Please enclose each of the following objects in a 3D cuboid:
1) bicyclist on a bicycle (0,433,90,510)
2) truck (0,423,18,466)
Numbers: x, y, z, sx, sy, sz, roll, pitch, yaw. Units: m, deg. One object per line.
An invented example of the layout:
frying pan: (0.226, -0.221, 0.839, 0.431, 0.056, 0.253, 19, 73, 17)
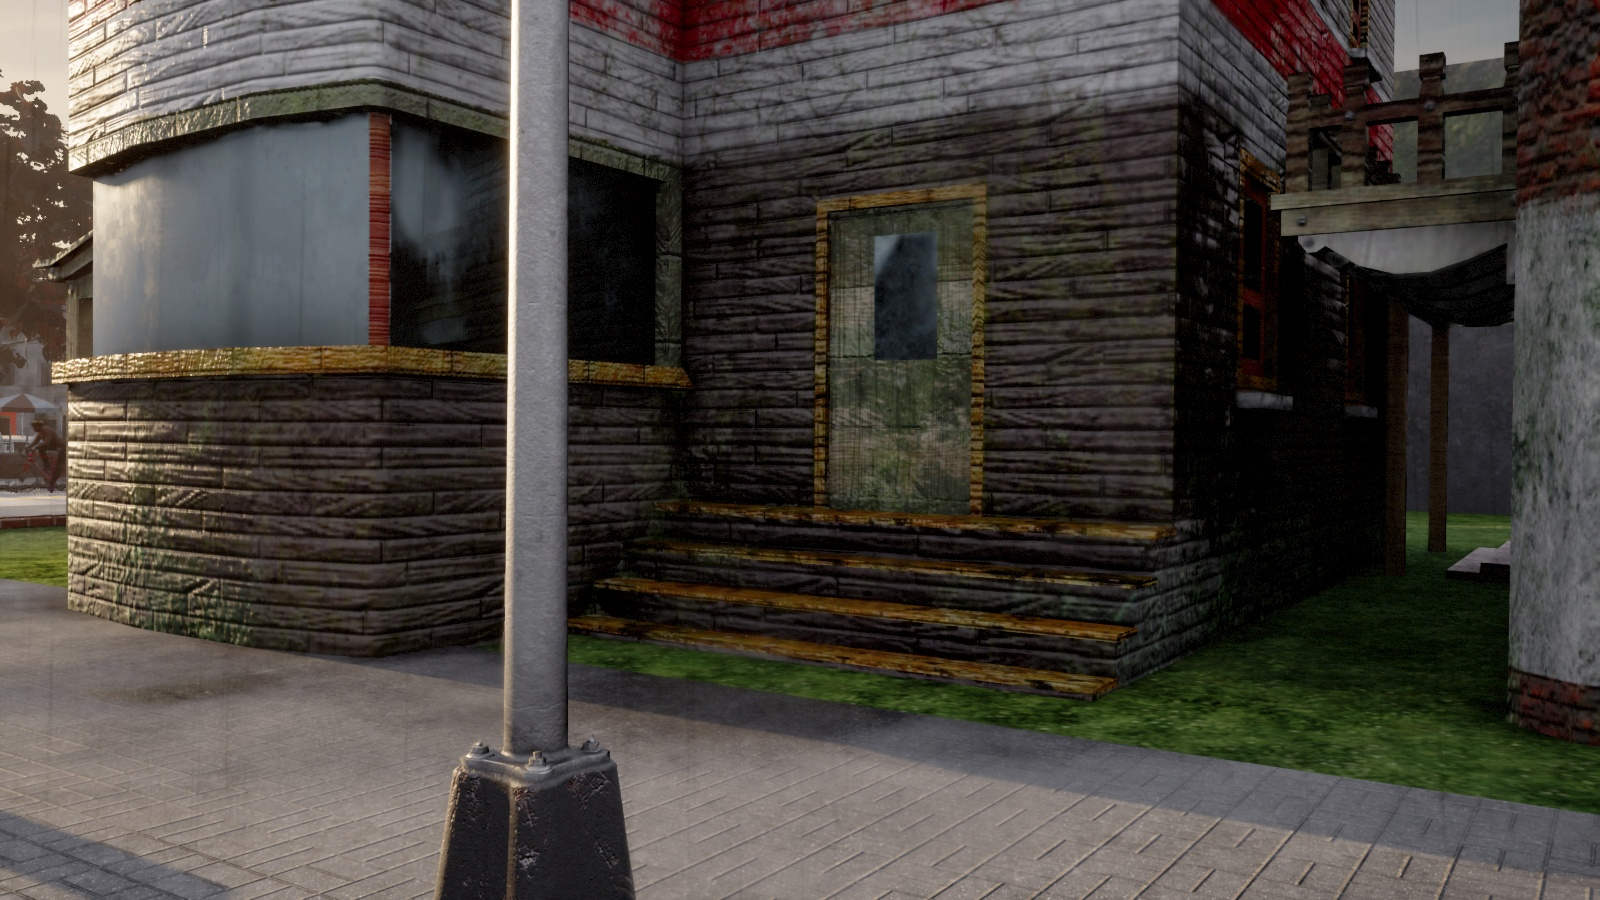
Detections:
bicyclist on a bicycle: (-16.627, 0.458, 27.609, 0.582, 1.620, 1.656, 0, 1, 33)
truck: (-47.325, -0.289, 70.461, 2.627, 2.467, 5.204, 0, 1, 33)
